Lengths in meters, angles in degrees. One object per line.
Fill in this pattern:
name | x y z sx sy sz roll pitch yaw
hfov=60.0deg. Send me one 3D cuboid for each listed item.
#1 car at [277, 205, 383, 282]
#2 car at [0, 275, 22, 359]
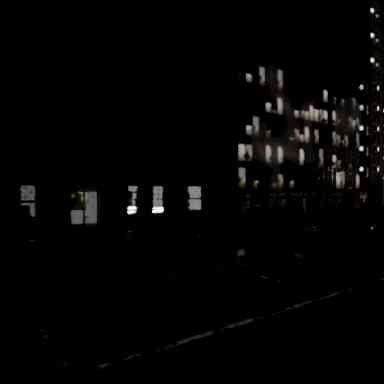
car | 4.772 1.325 9.967 5.009 1.841 2.192 0 0 -35
car | -4.221 1.564 3.554 4.313 1.339 1.947 0 0 -35
